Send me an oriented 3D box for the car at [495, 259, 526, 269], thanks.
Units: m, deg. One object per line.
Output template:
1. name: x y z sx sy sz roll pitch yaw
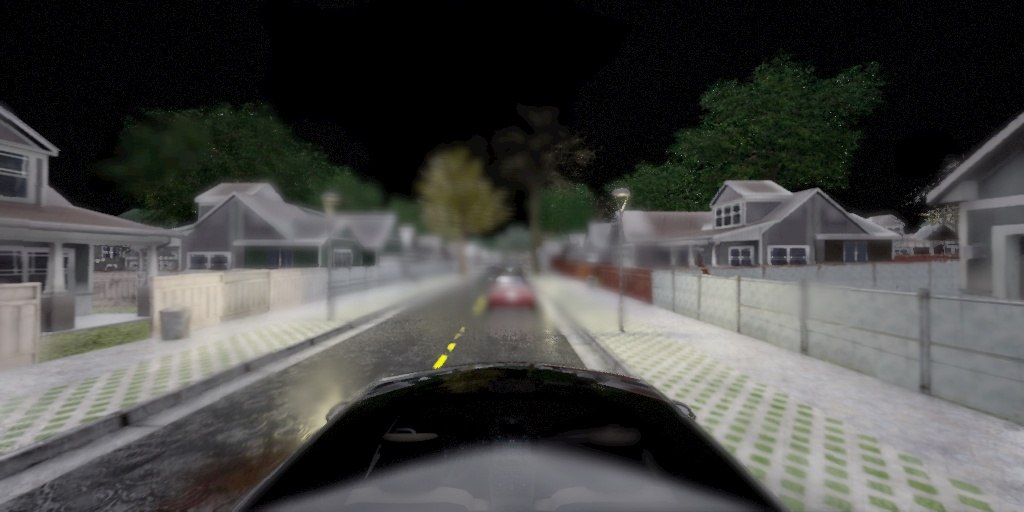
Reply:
1. car: -0.012 1.251 29.423 2.150 2.045 5.566 0 0 0

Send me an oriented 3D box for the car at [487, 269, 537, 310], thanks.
1. car: 0.008 1.450 15.450 1.994 1.385 4.181 0 0 0

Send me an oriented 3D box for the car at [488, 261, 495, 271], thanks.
1. car: -2.814 1.666 58.488 2.097 1.767 4.553 0 0 0
